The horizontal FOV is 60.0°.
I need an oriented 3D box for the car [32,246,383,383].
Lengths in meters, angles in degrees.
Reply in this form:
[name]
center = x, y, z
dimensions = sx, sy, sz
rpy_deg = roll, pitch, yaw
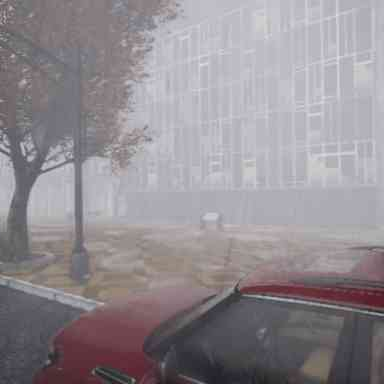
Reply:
[car]
center = 1.074, 1.318, 2.111
dimensions = 5.009, 1.841, 2.192
rpy_deg = -1, -1, 35
